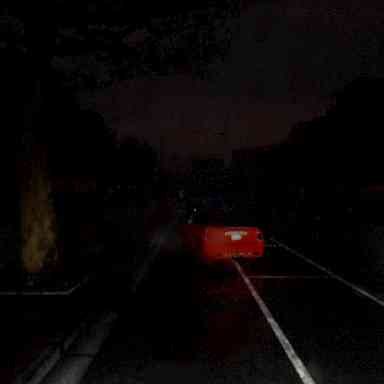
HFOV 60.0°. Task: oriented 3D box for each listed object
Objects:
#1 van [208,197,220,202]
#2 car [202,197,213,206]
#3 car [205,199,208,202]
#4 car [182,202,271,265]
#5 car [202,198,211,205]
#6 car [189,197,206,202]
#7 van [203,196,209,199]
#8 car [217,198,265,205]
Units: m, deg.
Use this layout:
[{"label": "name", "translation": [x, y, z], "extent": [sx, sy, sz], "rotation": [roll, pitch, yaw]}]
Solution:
[{"label": "van", "translation": [2.877, 1.567, 34.100], "extent": [1.690, 1.788, 3.998], "rotation": [1, 0, 0]}, {"label": "car", "translation": [3.098, 1.905, 67.341], "extent": [1.967, 1.590, 4.097], "rotation": [1, 0, 0]}, {"label": "car", "translation": [2.911, 1.829, 39.639], "extent": [1.947, 1.339, 4.313], "rotation": [1, 0, 0]}, {"label": "car", "translation": [0.960, 1.435, 12.378], "extent": [2.097, 1.767, 4.553], "rotation": [0, 0, -11]}, {"label": "car", "translation": [3.134, 2.053, 72.881], "extent": [1.887, 1.381, 4.507], "rotation": [1, 0, 0]}, {"label": "car", "translation": [0.368, 1.773, 40.149], "extent": [1.837, 1.490, 4.892], "rotation": [0, 0, 0]}, {"label": "van", "translation": [3.025, 1.721, 56.261], "extent": [1.690, 1.788, 3.998], "rotation": [1, 0, 0]}, {"label": "car", "translation": [2.765, 1.432, 17.478], "extent": [2.192, 1.841, 5.009], "rotation": [1, 0, 0]}]
